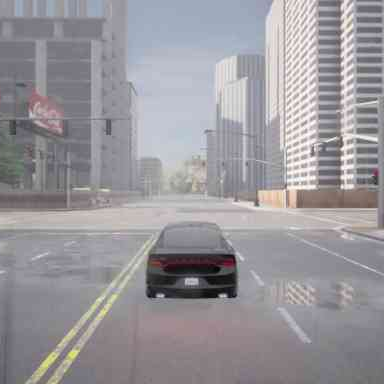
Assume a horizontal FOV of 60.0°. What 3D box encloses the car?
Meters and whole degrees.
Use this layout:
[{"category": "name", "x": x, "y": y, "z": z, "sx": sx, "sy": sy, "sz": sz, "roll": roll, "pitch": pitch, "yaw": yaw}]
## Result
[{"category": "car", "x": 0.002, "y": 1.478, "z": 8.523, "sx": 1.882, "sy": 1.535, "sz": 5.008, "roll": 0, "pitch": 0, "yaw": 0}]
